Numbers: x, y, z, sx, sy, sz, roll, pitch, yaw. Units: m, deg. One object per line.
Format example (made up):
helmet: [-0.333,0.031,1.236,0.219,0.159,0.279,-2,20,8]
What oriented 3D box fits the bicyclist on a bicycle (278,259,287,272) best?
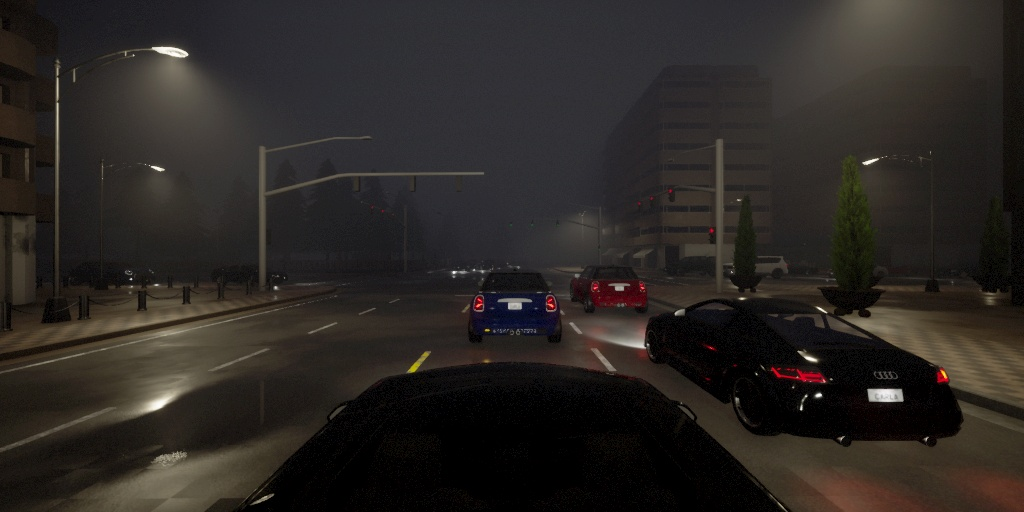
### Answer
bicyclist on a bicycle: [-25.621,1.106,40.086,0.582,1.620,1.656,0,0,0]

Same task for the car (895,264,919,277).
car: [38.218,1.406,36.555,4.718,1.301,1.895,0,0,0]

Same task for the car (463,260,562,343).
car: [0.081,1.102,9.881,2.097,1.767,4.553,0,0,0]

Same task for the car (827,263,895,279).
car: [31.798,1.331,33.034,4.674,1.442,1.812,0,0,0]

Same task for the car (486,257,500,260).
car: [-3.231,1.255,52.289,1.837,1.490,4.892,0,0,3]

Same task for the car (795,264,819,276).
car: [28.172,1.406,36.522,4.718,1.301,1.895,0,0,0]

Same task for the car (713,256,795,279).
car: [22.160,1.027,32.999,5.566,2.045,2.150,0,0,0]

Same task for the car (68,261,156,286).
car: [-28.401,1.157,25.592,4.553,1.767,2.097,0,0,0]

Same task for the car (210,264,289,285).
car: [-18.681,1.310,25.632,4.892,1.490,1.837,0,0,0]

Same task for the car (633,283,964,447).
car: [3.605,1.314,5.469,1.994,1.385,4.181,0,0,0]

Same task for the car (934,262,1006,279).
car: [42.122,1.283,33.060,5.008,1.535,1.882,0,0,0]

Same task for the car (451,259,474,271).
car: [-6.871,1.314,48.624,1.994,1.385,4.181,0,0,2]

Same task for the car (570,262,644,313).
car: [3.602,1.102,14.109,2.097,1.767,4.553,0,0,0]

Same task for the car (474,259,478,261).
car: [-6.260,1.255,57.513,1.837,1.490,4.892,0,0,7]

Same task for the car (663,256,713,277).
car: [18.412,1.027,36.483,5.566,2.045,2.150,0,0,0]
